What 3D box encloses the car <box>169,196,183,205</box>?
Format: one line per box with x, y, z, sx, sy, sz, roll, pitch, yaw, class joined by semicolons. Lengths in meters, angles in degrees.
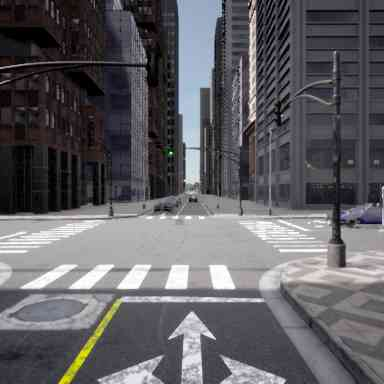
-2.847;1.504;59.663;2.128;1.511;4.902;0;0;1;car

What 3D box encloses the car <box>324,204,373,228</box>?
11.194;1.462;20.674;5.357;1.411;2.033;0;0;0;car

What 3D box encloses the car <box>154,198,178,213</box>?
-2.983;1.604;36.414;1.895;1.301;4.718;0;0;3;car

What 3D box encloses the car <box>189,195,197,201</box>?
0.316;1.360;77.055;1.837;1.490;4.892;0;0;0;car

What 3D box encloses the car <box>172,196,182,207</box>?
-2.918;1.570;47.601;1.994;1.385;4.181;0;0;1;car

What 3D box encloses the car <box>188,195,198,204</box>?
0.263;1.495;66.629;1.882;1.535;5.008;0;0;0;car

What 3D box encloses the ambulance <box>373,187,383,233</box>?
11.615;0.957;14.069;6.366;2.431;2.351;0;0;0;ambulance
